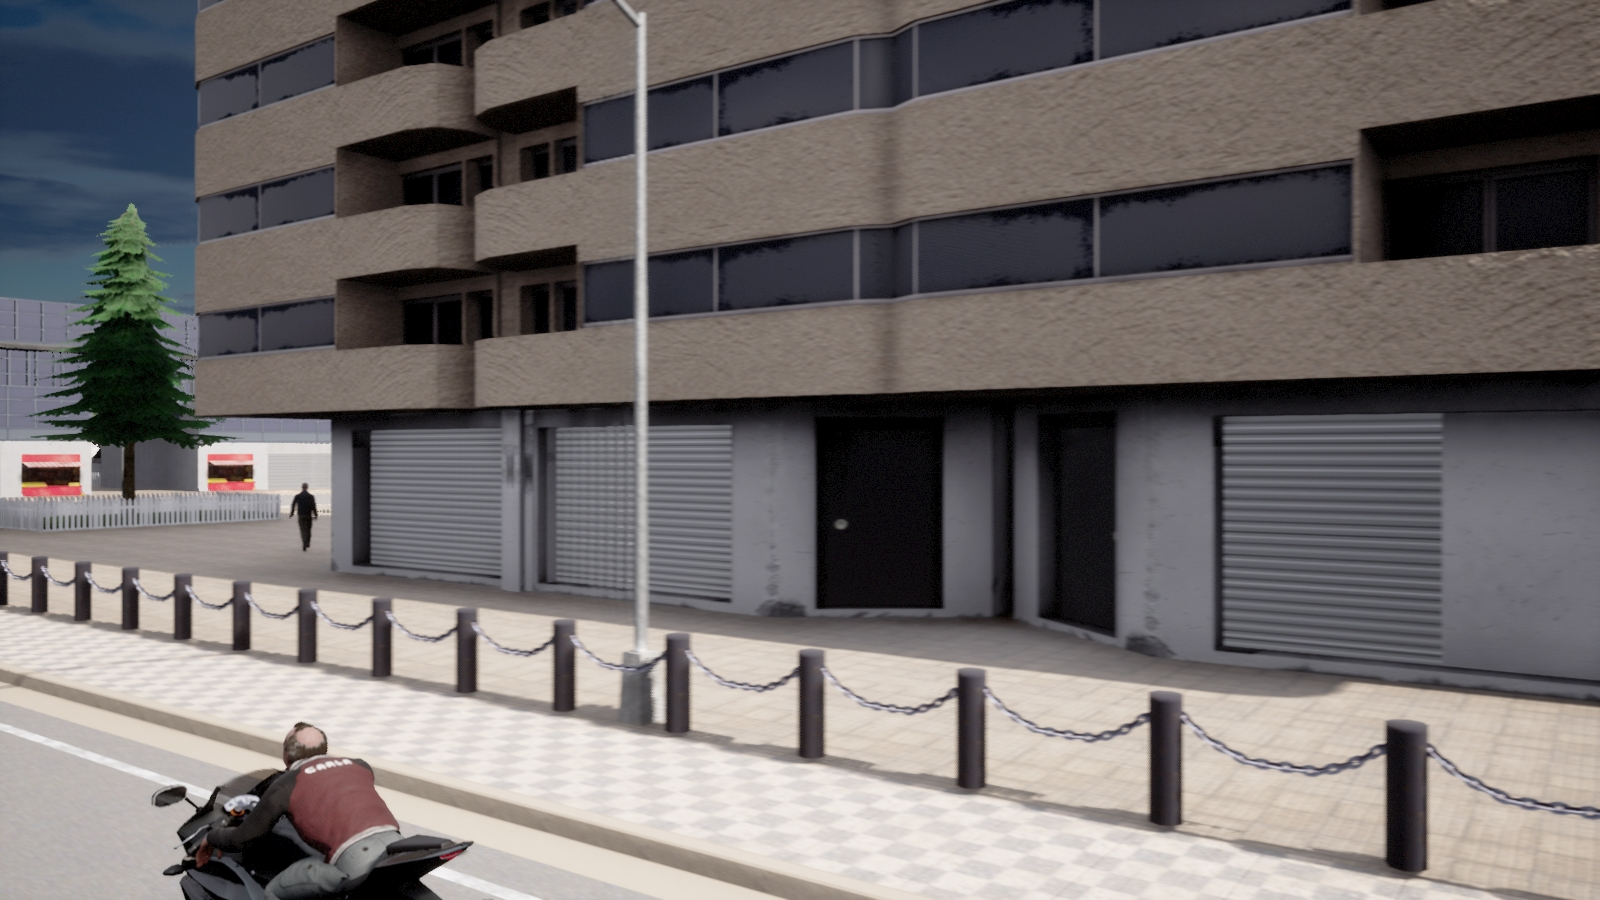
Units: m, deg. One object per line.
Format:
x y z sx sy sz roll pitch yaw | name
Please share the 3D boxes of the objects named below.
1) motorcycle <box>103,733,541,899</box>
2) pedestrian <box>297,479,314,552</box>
-2.314 2.206 5.404 2.209 1.251 0.867 0 0 35 | motorcycle
-12.769 1.681 29.521 0.375 1.860 0.375 0 0 -20 | pedestrian
